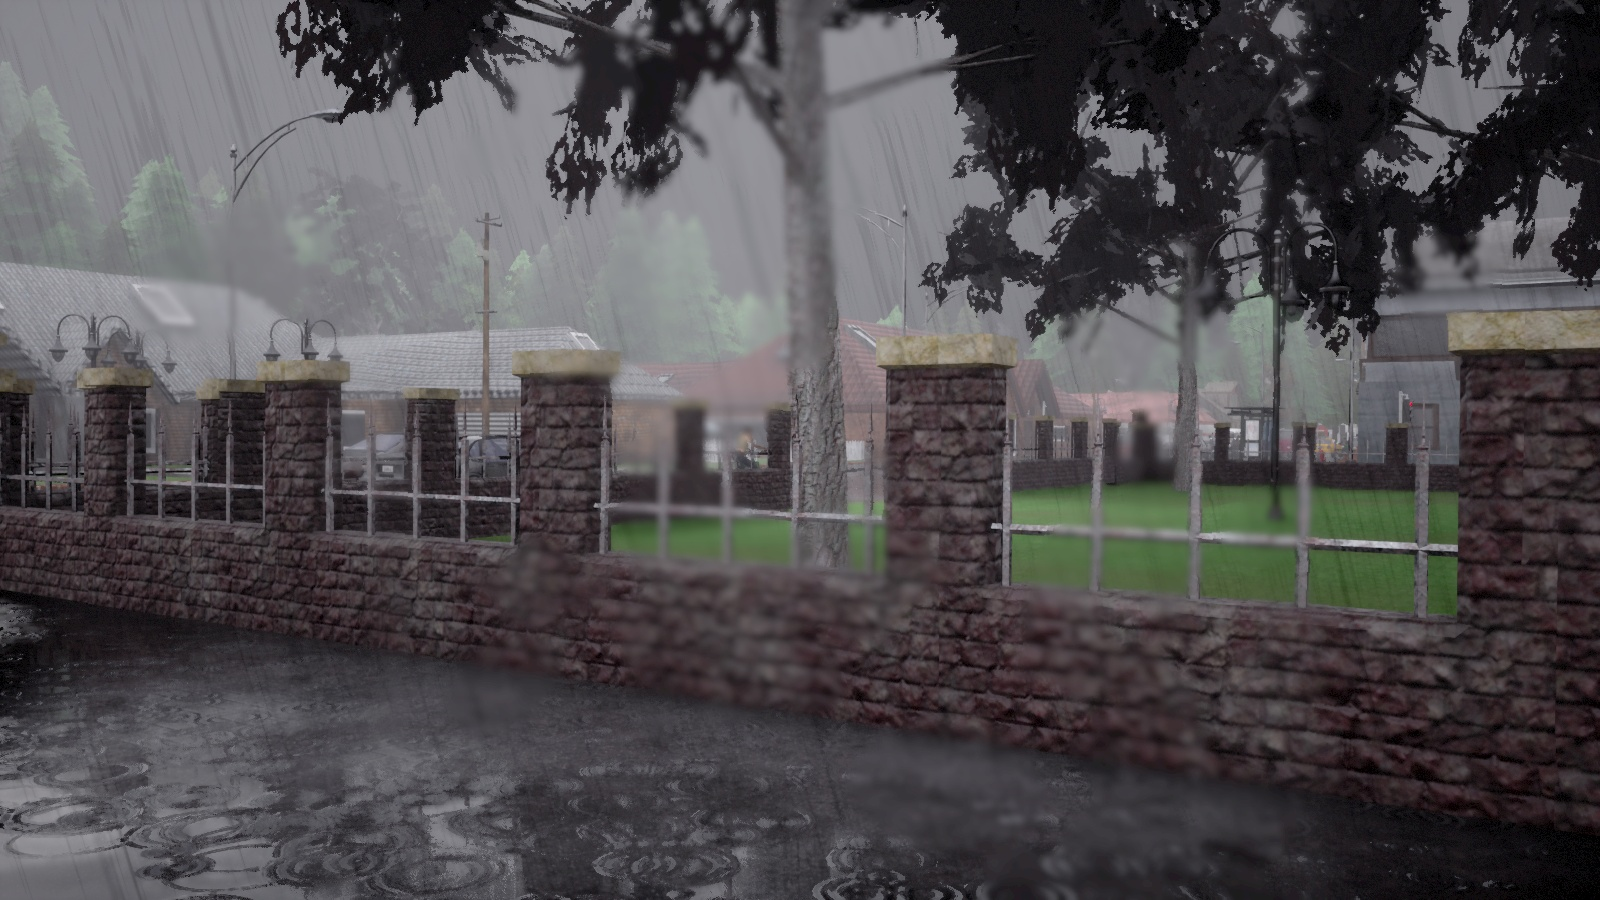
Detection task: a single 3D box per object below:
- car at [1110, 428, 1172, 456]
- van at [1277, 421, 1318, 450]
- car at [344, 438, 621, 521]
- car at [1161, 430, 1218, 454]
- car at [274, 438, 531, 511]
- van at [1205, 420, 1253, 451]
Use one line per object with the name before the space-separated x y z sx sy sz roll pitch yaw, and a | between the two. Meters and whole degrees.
car | 19.229 -0.460 70.638 2.007 1.525 4.514 0 1 34
van | 34.197 -1.003 86.217 1.775 1.987 4.442 0 1 33
car | -6.040 0.496 24.689 2.033 1.411 5.357 0 1 32
car | 24.409 -0.515 78.576 2.033 1.411 5.357 0 1 33
car | -8.695 0.474 28.018 2.033 1.411 5.357 0 1 33
van | 29.586 -0.994 86.478 2.069 2.038 4.480 0 1 33
